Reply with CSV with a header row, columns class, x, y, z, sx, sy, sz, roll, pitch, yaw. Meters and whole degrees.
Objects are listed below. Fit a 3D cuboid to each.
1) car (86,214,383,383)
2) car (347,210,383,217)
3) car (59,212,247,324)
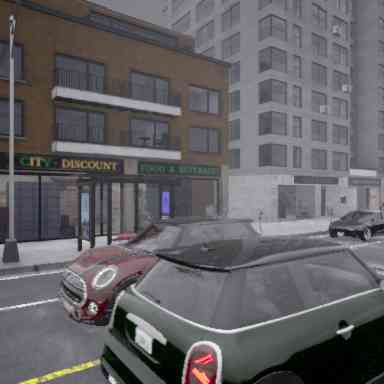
class,x,y,z,sx,sy,sz,roll,pitch,yaw
car,1.291,1.352,4.233,4.553,1.767,2.097,0,0,-36
car,8.602,1.566,16.530,4.313,1.339,1.947,0,0,-36
car,-0.319,1.352,7.014,4.553,1.767,2.097,0,0,-36
